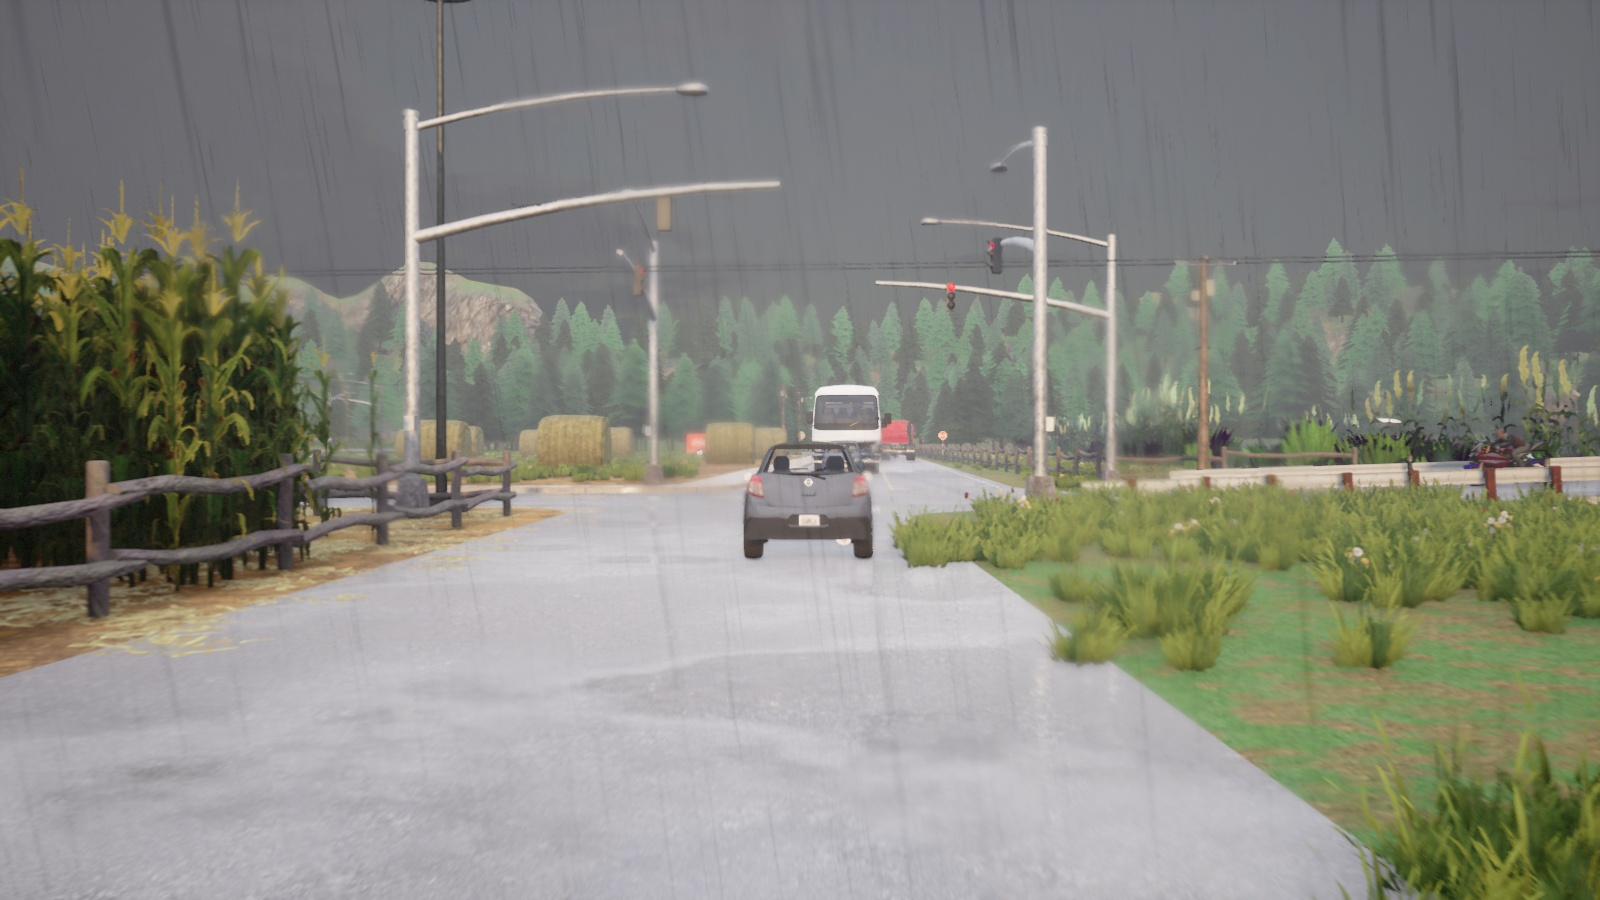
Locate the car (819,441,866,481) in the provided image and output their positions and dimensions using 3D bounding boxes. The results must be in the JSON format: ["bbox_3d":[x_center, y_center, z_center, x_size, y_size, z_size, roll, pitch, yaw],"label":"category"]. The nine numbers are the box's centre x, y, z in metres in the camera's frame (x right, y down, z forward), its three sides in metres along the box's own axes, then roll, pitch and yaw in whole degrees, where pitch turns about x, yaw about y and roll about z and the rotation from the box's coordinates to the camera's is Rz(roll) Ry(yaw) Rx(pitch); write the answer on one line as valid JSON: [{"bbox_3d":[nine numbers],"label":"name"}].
[{"bbox_3d":[1.720,0.410,50.040,1.789,1.549,3.705,0,0,3],"label":"car"}]

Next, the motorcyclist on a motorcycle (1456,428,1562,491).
[{"bbox_3d":[18.626,0.240,33.020,2.191,1.530,0.866,-3,0,6],"label":"motorcyclist on a motorcycle"}]

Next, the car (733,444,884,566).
[{"bbox_3d":[0.113,0.663,17.226,1.845,1.501,3.633,0,0,0],"label":"car"}]

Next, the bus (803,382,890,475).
[{"bbox_3d":[2.384,-1.014,62.321,3.944,4.253,10.273,0,0,3],"label":"bus"}]
